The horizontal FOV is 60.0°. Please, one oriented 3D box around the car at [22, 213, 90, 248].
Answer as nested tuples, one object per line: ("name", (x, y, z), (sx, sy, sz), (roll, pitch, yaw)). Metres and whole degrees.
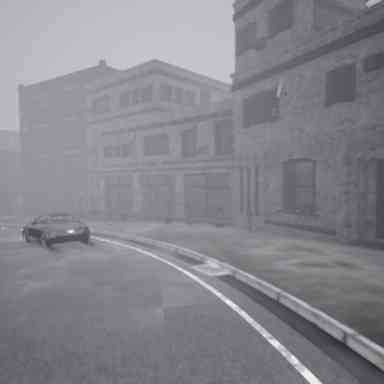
("car", (-6.534, 1.702, 15.801), (1.994, 1.385, 4.181), (-3, 1, -41))
